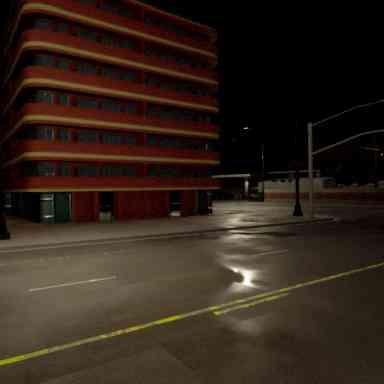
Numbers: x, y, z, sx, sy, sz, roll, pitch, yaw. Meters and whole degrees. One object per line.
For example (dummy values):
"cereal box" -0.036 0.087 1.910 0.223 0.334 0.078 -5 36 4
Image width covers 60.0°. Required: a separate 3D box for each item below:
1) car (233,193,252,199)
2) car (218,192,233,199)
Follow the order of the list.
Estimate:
"car" 12.907 1.061 81.965 3.806 1.475 1.970 -1 1 -35
"car" 8.936 0.930 86.187 4.611 1.667 2.242 -1 1 -35
